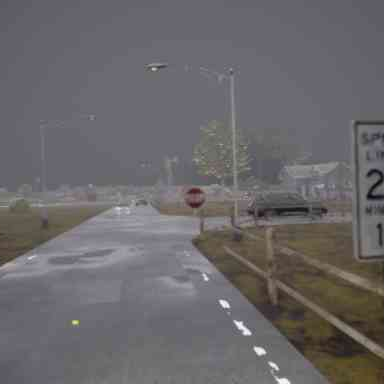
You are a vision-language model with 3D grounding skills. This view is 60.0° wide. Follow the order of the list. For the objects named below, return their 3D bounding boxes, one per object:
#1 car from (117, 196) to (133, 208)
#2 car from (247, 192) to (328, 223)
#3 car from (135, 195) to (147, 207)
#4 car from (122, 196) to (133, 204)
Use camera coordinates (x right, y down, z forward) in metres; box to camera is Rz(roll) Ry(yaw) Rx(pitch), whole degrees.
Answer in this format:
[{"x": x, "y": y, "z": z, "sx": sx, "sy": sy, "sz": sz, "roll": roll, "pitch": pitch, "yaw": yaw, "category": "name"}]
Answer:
[{"x": -11.373, "y": 1.824, "z": 55.770, "sx": 1.837, "sy": 1.490, "sz": 4.892, "roll": -2, "pitch": 0, "yaw": -8, "category": "car"}, {"x": 6.707, "y": 0.992, "z": 23.643, "sx": 5.566, "sy": 2.045, "sz": 2.150, "roll": -1, "pitch": 0, "yaw": -8, "category": "car"}, {"x": -8.629, "y": 1.722, "z": 56.951, "sx": 1.837, "sy": 1.490, "sz": 4.892, "roll": -2, "pitch": -1, "yaw": -9, "category": "car"}, {"x": -13.836, "y": 1.694, "z": 71.667, "sx": 2.097, "sy": 1.767, "sz": 4.553, "roll": -2, "pitch": 0, "yaw": -9, "category": "car"}]
